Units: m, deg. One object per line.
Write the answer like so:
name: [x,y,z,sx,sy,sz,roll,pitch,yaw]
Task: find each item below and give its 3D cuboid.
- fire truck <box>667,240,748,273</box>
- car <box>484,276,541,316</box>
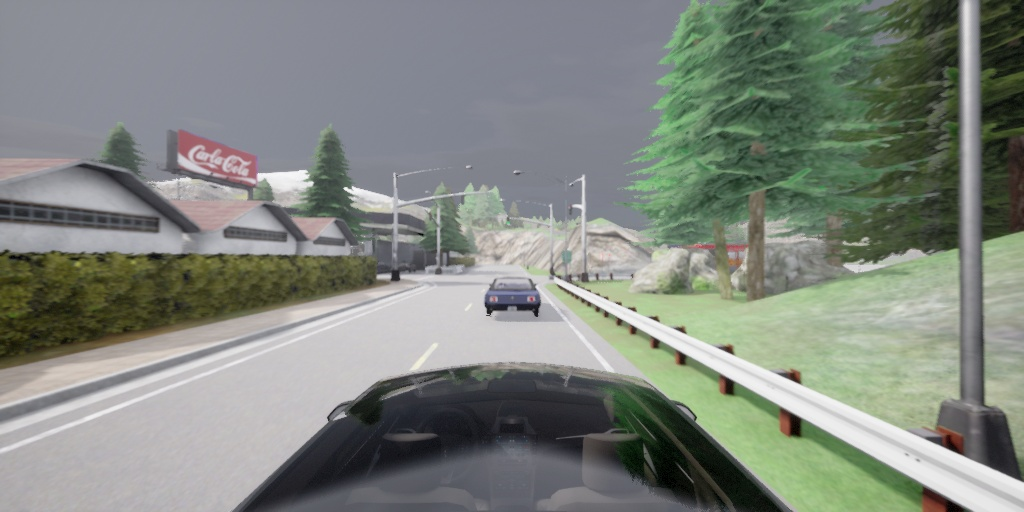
fire truck: [19.810,0.368,35.727,8.468,3.827,2.891,-1,2,-1]
car: [0.034,1.420,13.683,1.895,1.301,4.718,0,0,0]
